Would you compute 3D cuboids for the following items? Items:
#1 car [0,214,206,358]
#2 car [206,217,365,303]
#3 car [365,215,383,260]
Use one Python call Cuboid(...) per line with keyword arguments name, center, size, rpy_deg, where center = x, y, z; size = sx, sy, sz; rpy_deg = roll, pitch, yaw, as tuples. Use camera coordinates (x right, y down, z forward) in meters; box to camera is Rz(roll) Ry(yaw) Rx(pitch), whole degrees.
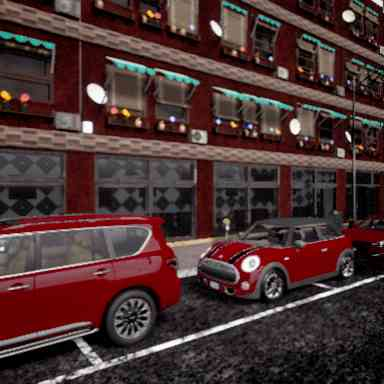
Cuboid(name="car", center=(-2.498, 1.310, 4.774), size=(5.009, 1.841, 2.192), rpy_deg=(-1, 1, -36))
Cuboid(name="car", center=(2.090, 1.392, 8.048), size=(4.097, 1.590, 1.967), rpy_deg=(-1, 1, -36))
Cuboid(name="car", center=(6.680, 1.454, 11.323), size=(4.507, 1.381, 1.887), rpy_deg=(-1, 1, -36))
